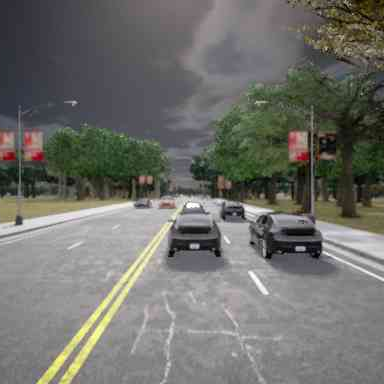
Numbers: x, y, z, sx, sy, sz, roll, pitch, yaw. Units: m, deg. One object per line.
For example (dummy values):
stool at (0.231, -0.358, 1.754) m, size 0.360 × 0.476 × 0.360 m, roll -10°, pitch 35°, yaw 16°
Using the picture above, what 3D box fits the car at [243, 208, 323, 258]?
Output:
car at (3.341, 1.488, 12.625) m, size 1.837 × 1.490 × 4.892 m, roll 0°, pitch 0°, yaw 0°

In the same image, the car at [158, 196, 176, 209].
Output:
car at (-3.313, 1.310, 44.867) m, size 2.097 × 1.767 × 4.553 m, roll 0°, pitch 0°, yaw 0°

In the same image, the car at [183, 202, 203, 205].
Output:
car at (0.101, 1.533, 28.858) m, size 1.994 × 1.385 × 4.181 m, roll 0°, pitch 0°, yaw 0°

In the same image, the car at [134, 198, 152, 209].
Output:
car at (-6.563, 1.523, 44.733) m, size 1.994 × 1.385 × 4.181 m, roll 0°, pitch 0°, yaw 0°

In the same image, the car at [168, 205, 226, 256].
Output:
car at (0.092, 1.487, 13.062) m, size 1.837 × 1.490 × 4.892 m, roll 0°, pitch 0°, yaw 0°

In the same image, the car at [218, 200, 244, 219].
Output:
car at (3.349, 1.474, 28.425) m, size 1.837 × 1.490 × 4.892 m, roll 0°, pitch 0°, yaw 0°
